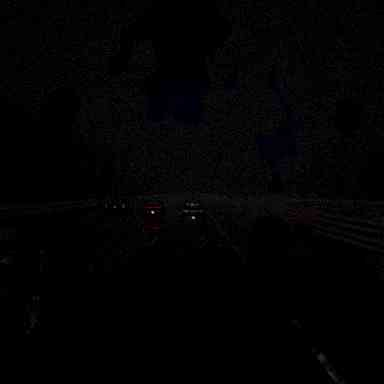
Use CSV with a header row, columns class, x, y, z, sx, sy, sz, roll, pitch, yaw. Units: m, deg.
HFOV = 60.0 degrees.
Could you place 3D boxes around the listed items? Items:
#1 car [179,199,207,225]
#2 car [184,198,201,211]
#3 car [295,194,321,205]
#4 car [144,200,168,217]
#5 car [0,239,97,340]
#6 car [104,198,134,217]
class,x,y,z,sx,sy,sz,roll,pitch,yaw
car,0.093,1.490,24.366,2.128,1.511,4.902,0,0,0
car,0.089,1.567,42.750,2.033,1.411,5.357,0,0,0
car,21.946,1.441,63.113,2.150,2.045,5.566,0,0,-20
car,-3.416,1.509,31.441,1.837,1.490,4.892,0,0,0
car,-3.393,1.585,6.575,1.895,1.301,4.718,1,1,0
car,-6.900,1.351,31.860,2.097,1.767,4.553,1,0,0
